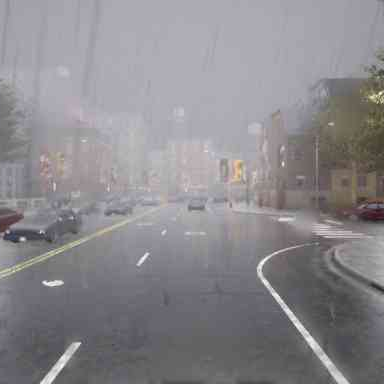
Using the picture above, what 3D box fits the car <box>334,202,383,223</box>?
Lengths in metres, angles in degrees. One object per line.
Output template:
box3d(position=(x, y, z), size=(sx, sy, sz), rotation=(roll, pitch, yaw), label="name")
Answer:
box3d(position=(13.235, 1.477, 24.840), size=(5.008, 1.535, 1.882), rotation=(0, 0, 1), label="car")

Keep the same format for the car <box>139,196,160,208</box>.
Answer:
box3d(position=(-6.309, 1.525, 48.922), size=(1.812, 1.442, 4.674), rotation=(0, 0, 4), label="car")

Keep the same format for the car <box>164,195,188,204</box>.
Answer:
box3d(position=(-3.074, 1.504, 64.560), size=(1.837, 1.490, 4.892), rotation=(0, 0, 21), label="car")

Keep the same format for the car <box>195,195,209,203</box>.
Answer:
box3d(position=(1.905, 1.504, 66.728), size=(1.837, 1.490, 4.892), rotation=(-1, 0, 25), label="car")

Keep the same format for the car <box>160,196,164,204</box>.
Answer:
box3d(position=(-6.255, 1.477, 66.156), size=(1.882, 1.535, 5.008), rotation=(0, 0, 21), label="car")

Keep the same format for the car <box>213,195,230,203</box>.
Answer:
box3d(position=(6.054, 1.352, 67.169), size=(2.097, 1.767, 4.553), rotation=(0, 0, 27), label="car")

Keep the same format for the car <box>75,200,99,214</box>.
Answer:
box3d(position=(-10.247, 1.490, 31.884), size=(2.128, 1.511, 4.902), rotation=(0, 0, 1), label="car")

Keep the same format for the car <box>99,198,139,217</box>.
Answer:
box3d(position=(-6.763, 1.547, 31.444), size=(2.033, 1.411, 5.357), rotation=(0, 0, 1), label="car")

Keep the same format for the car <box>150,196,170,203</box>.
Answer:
box3d(position=(-6.939, 1.595, 72.451), size=(1.895, 1.301, 4.718), rotation=(0, 0, 30), label="car")

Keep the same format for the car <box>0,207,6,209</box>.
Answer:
box3d(position=(-10.429, 1.478, 16.769), size=(1.882, 1.535, 5.008), rotation=(0, 0, 1), label="car")

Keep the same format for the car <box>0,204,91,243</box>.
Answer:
box3d(position=(-6.933, 1.547, 16.290), size=(2.033, 1.411, 5.357), rotation=(0, 0, 0), label="car")

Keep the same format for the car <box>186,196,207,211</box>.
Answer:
box3d(position=(0.568, 1.564, 41.682), size=(1.994, 1.385, 4.181), rotation=(0, 0, 0), label="car")

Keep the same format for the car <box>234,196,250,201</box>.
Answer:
box3d(position=(12.321, 1.552, 80.992), size=(4.181, 1.385, 1.994), rotation=(0, 0, -38), label="car")
